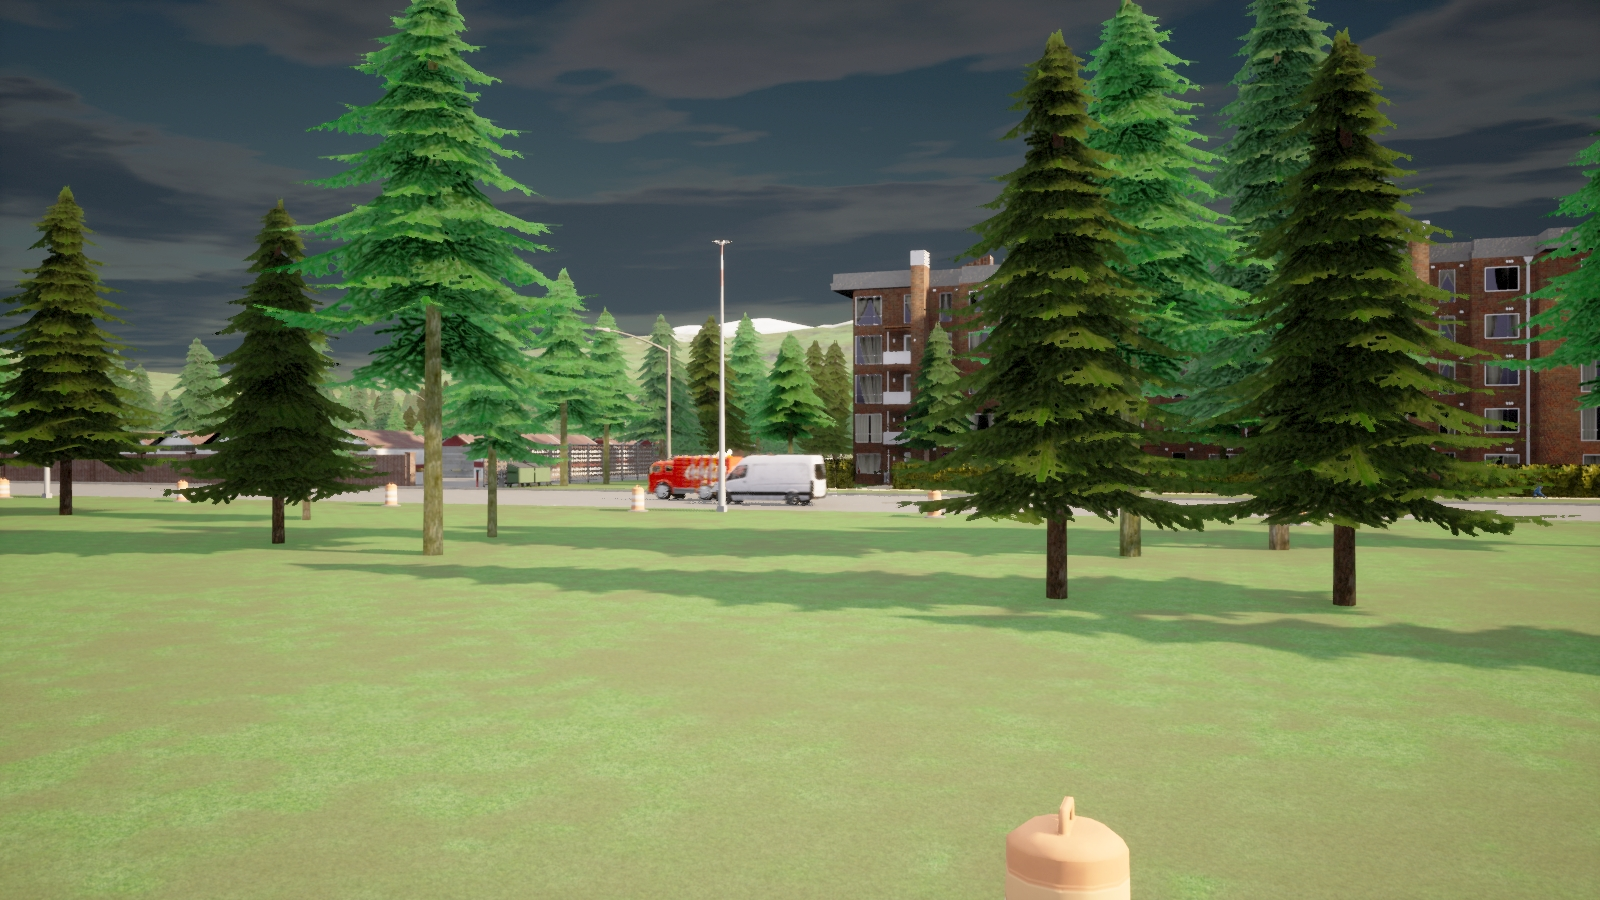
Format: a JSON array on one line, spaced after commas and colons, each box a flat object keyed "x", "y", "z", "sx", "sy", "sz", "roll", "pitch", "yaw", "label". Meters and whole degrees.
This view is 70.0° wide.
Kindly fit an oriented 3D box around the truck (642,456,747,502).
[{"x": -5.854, "y": 1.570, "z": 63.481, "sx": 5.204, "sy": 2.467, "sz": 2.627, "roll": 0, "pitch": 0, "yaw": 20, "label": "truck"}]

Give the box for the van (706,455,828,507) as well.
[{"x": -1.694, "y": 1.535, "z": 58.231, "sx": 5.915, "sy": 2.561, "sz": 1.988, "roll": 0, "pitch": 0, "yaw": 20, "label": "van"}]

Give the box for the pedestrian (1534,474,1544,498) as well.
[{"x": 40.234, "y": 1.976, "z": 62.243, "sx": 0.375, "sy": 1.300, "sz": 0.375, "roll": 0, "pitch": 0, "yaw": 19, "label": "pedestrian"}]
